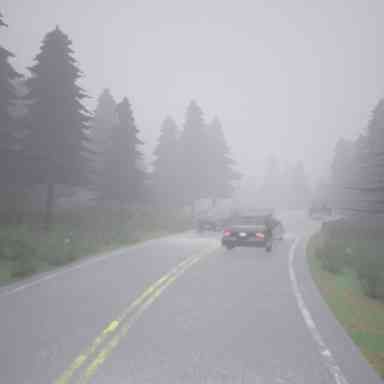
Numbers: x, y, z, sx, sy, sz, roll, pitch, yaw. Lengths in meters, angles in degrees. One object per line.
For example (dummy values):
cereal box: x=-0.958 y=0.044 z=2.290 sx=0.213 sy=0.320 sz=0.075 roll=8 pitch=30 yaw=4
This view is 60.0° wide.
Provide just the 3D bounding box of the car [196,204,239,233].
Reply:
car: x=1.969 y=1.624 z=20.386 sx=1.882 sy=1.535 sz=5.008 roll=-2 pitch=-1 yaw=28

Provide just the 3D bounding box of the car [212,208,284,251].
car: x=2.786 y=1.599 z=14.403 sx=2.033 sy=1.411 sz=5.357 roll=-1 pitch=-1 yaw=22

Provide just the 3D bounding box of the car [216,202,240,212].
car: x=6.693 y=2.885 z=62.025 sx=1.812 sy=1.442 sz=4.674 roll=4 pitch=-8 yaw=-32

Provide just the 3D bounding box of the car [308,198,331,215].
car: x=13.384 y=1.456 z=35.108 sx=2.097 sy=1.767 sz=4.553 roll=-1 pitch=-1 yaw=18
